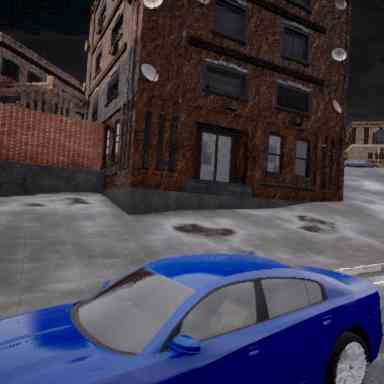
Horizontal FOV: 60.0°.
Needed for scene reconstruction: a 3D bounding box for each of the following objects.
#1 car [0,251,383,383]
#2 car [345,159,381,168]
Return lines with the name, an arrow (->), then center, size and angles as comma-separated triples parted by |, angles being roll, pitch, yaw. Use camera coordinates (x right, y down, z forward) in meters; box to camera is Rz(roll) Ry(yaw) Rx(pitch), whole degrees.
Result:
car -> 0.027, 1.491, 3.654 | 5.008, 1.535, 1.882 | 0, -1, -32
car -> 21.220, -3.296, 41.901 | 4.553, 1.767, 2.185 | 2, -3, 15
